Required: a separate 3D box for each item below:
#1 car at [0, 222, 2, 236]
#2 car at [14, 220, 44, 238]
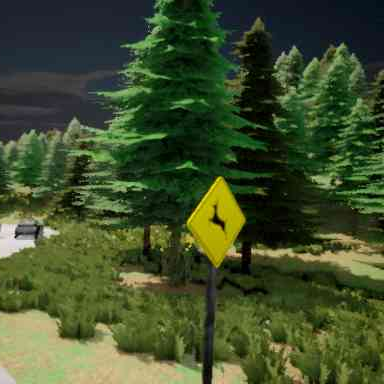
[{"bbox_3d":[-16.641,2.789,26.386,1.882,1.535,5.008,2,-4,-15],"label":"car"},{"bbox_3d":[-14.360,3.241,29.483,2.128,1.511,4.902,2,-4,-18],"label":"car"}]
